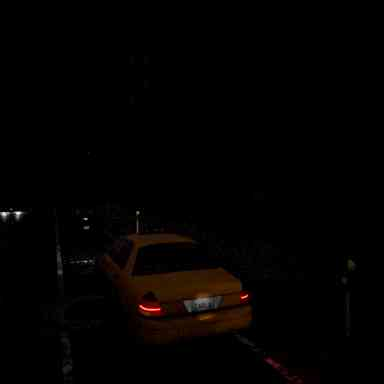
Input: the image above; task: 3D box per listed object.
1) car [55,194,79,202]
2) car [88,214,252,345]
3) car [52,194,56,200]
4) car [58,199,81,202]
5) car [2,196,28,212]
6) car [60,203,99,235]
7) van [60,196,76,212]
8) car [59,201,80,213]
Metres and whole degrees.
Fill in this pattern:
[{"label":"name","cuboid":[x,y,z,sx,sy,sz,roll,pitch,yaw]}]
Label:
[{"label":"car","cuboid":[-12.487,1.316,33.986,2.192,1.841,5.009,0,0,-23]},{"label":"car","cuboid":[-0.841,1.457,6.750,1.801,1.575,5.366,0,0,-23]},{"label":"car","cuboid":[-31.731,1.469,79.499,1.967,1.590,4.097,0,0,-24]},{"label":"car","cuboid":[-10.365,1.567,28.885,1.947,1.339,4.313,0,0,-23]},{"label":"car","cuboid":[-21.055,1.549,39.304,2.033,1.411,5.357,0,0,-22]},{"label":"car","cuboid":[-6.122,1.551,18.686,2.008,1.369,4.403,0,0,-23]},{"label":"van","cuboid":[-14.609,1.342,39.085,1.690,1.788,3.998,0,0,-23]},{"label":"car","cuboid":[-8.244,1.551,23.785,2.008,1.369,4.403,0,0,-23]}]
